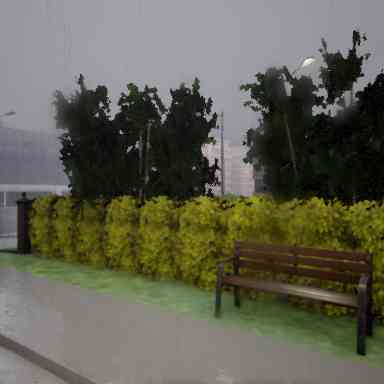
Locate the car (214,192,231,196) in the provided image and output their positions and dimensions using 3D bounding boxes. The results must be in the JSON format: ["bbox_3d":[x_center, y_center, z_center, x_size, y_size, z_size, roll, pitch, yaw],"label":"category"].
[{"bbox_3d":[6.714,0.720,68.233,1.812,1.442,4.674,0,1,35],"label":"car"}]

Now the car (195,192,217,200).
[{"bbox_3d":[2.946,0.750,68.953,2.033,1.411,5.357,0,1,35],"label":"car"}]
